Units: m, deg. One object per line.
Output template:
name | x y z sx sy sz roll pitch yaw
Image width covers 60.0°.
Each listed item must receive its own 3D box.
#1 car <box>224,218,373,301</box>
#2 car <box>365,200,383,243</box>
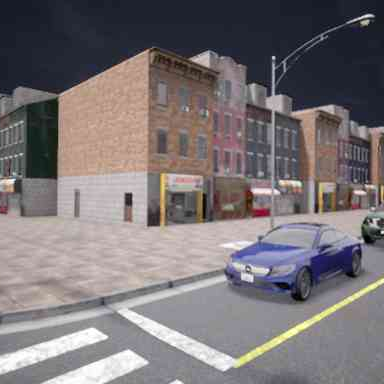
car | 2.832 1.550 8.597 4.674 1.442 1.812 0 0 -44
car | 9.811 1.292 15.349 5.566 2.045 2.150 0 0 -43
